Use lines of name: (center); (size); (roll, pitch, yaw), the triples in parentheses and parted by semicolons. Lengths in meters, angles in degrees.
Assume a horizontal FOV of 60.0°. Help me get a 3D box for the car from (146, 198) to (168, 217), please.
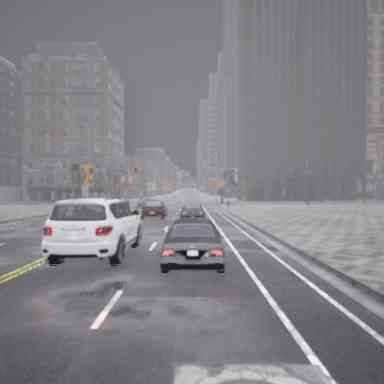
car: (-3.164, 1.488, 29.084); (1.882, 1.535, 5.008); (0, 0, 1)

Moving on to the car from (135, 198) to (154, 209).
car: (-6.494, 1.541, 45.622); (1.837, 1.490, 4.892); (0, 0, 1)

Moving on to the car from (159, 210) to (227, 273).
car: (0.036, 1.544, 10.652); (2.033, 1.411, 5.357); (0, 0, 1)

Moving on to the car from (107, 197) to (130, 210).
car: (-9.754, 1.511, 44.423); (1.882, 1.535, 5.008); (0, 0, 0)

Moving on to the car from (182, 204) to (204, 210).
car: (0.069, 1.609, 27.205); (1.895, 1.301, 4.718); (0, 0, 1)

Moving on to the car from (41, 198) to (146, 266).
car: (-3.203, 1.219, 11.703); (2.150, 2.045, 5.566); (0, 0, 0)
